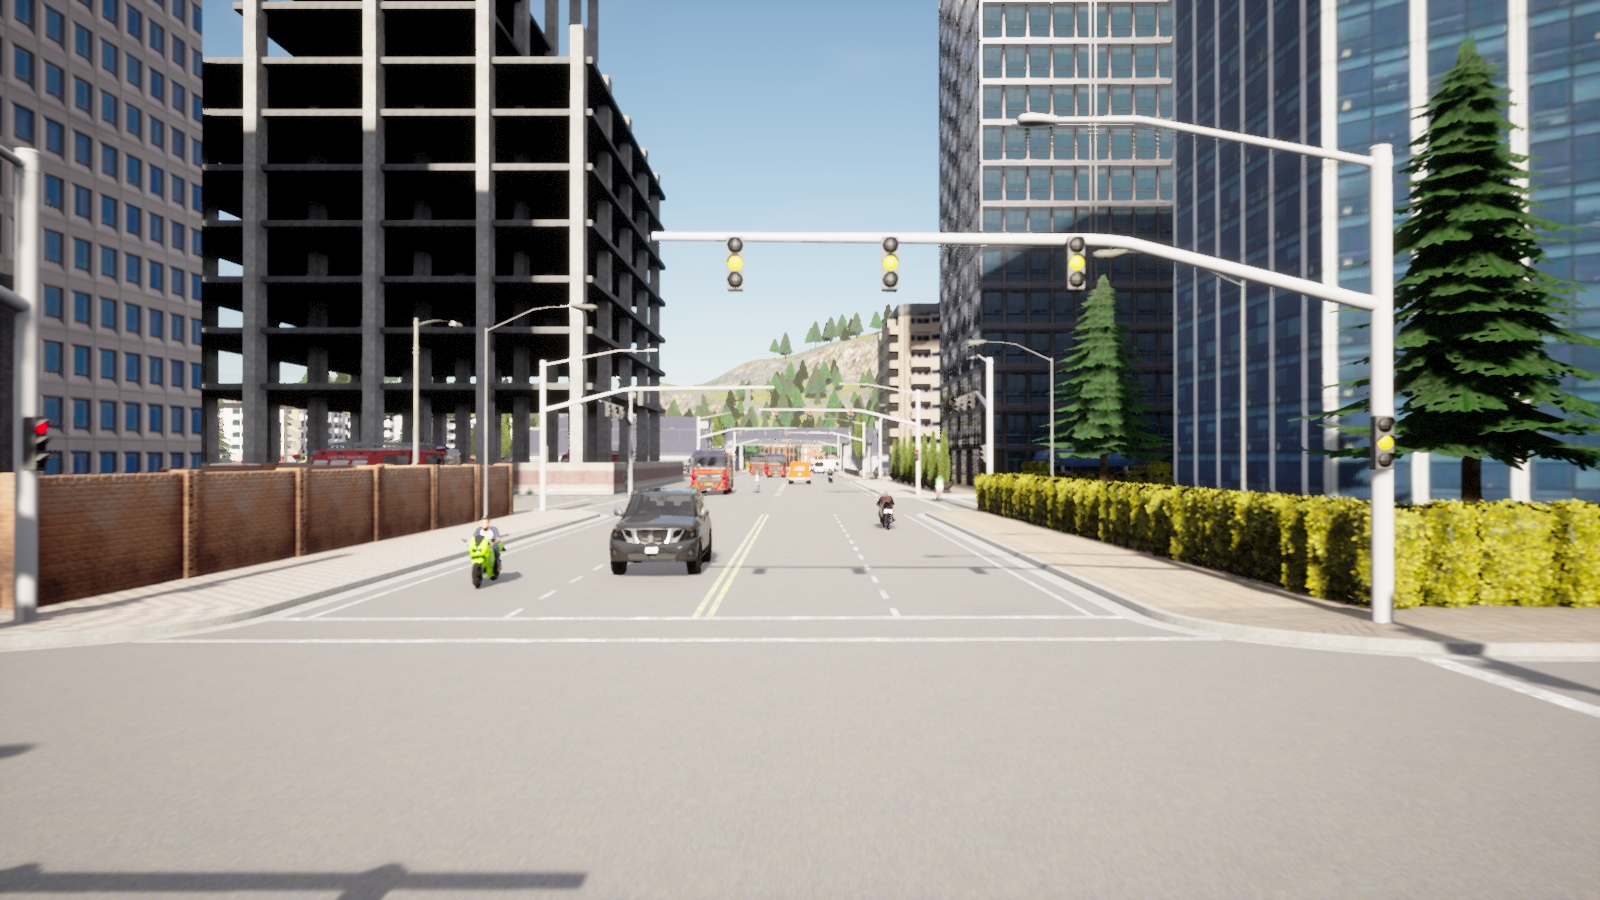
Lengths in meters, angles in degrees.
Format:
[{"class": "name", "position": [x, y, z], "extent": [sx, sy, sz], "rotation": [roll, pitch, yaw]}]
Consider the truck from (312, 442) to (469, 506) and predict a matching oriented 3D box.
[{"class": "truck", "position": [-24.733, 1.428, 69.219], "extent": [8.468, 3.827, 2.891], "rotation": [0, 0, 0]}]

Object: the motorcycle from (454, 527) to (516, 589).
[{"class": "motorcycle", "position": [-7.001, 2.389, 25.488], "extent": [0.803, 1.199, 2.033], "rotation": [0, 0, 0]}]

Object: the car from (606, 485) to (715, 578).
[{"class": "car", "position": [-3.501, 2.012, 29.752], "extent": [2.150, 2.045, 5.566], "rotation": [0, 0, 0]}]

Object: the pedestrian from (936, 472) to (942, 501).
[{"class": "pedestrian", "position": [9.109, 2.404, 74.897], "extent": [0.375, 1.860, 0.375], "rotation": [0, 0, 1]}]

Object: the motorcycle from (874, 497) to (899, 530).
[{"class": "motorcycle", "position": [3.498, 2.555, 46.393], "extent": [0.867, 1.251, 2.209], "rotation": [0, 0, 0]}]
